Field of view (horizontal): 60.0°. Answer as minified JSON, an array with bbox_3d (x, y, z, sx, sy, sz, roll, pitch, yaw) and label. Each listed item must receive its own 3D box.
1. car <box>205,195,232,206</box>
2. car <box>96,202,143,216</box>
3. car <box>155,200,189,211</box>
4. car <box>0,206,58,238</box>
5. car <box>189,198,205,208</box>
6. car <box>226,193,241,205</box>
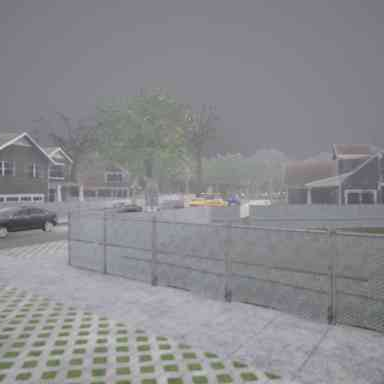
[{"bbox_3d":[3.624,1.571,44.866,1.882,1.535,5.008,0,0,18],"label":"car"},{"bbox_3d":[-5.834,1.589,27.085,2.128,1.511,4.902,0,0,22],"label":"car"},{"bbox_3d":[-2.334,1.626,36.354,1.837,1.490,4.892,0,0,19],"label":"car"},{"bbox_3d":[-9.575,1.552,18.118,1.837,1.490,4.892,0,-1,23],"label":"car"},{"bbox_3d":[0.939,1.568,45.901,1.882,1.535,5.008,0,0,18],"label":"car"},{"bbox_3d":[6.835,1.242,55.753,2.150,2.045,5.566,0,0,15],"label":"car"}]
